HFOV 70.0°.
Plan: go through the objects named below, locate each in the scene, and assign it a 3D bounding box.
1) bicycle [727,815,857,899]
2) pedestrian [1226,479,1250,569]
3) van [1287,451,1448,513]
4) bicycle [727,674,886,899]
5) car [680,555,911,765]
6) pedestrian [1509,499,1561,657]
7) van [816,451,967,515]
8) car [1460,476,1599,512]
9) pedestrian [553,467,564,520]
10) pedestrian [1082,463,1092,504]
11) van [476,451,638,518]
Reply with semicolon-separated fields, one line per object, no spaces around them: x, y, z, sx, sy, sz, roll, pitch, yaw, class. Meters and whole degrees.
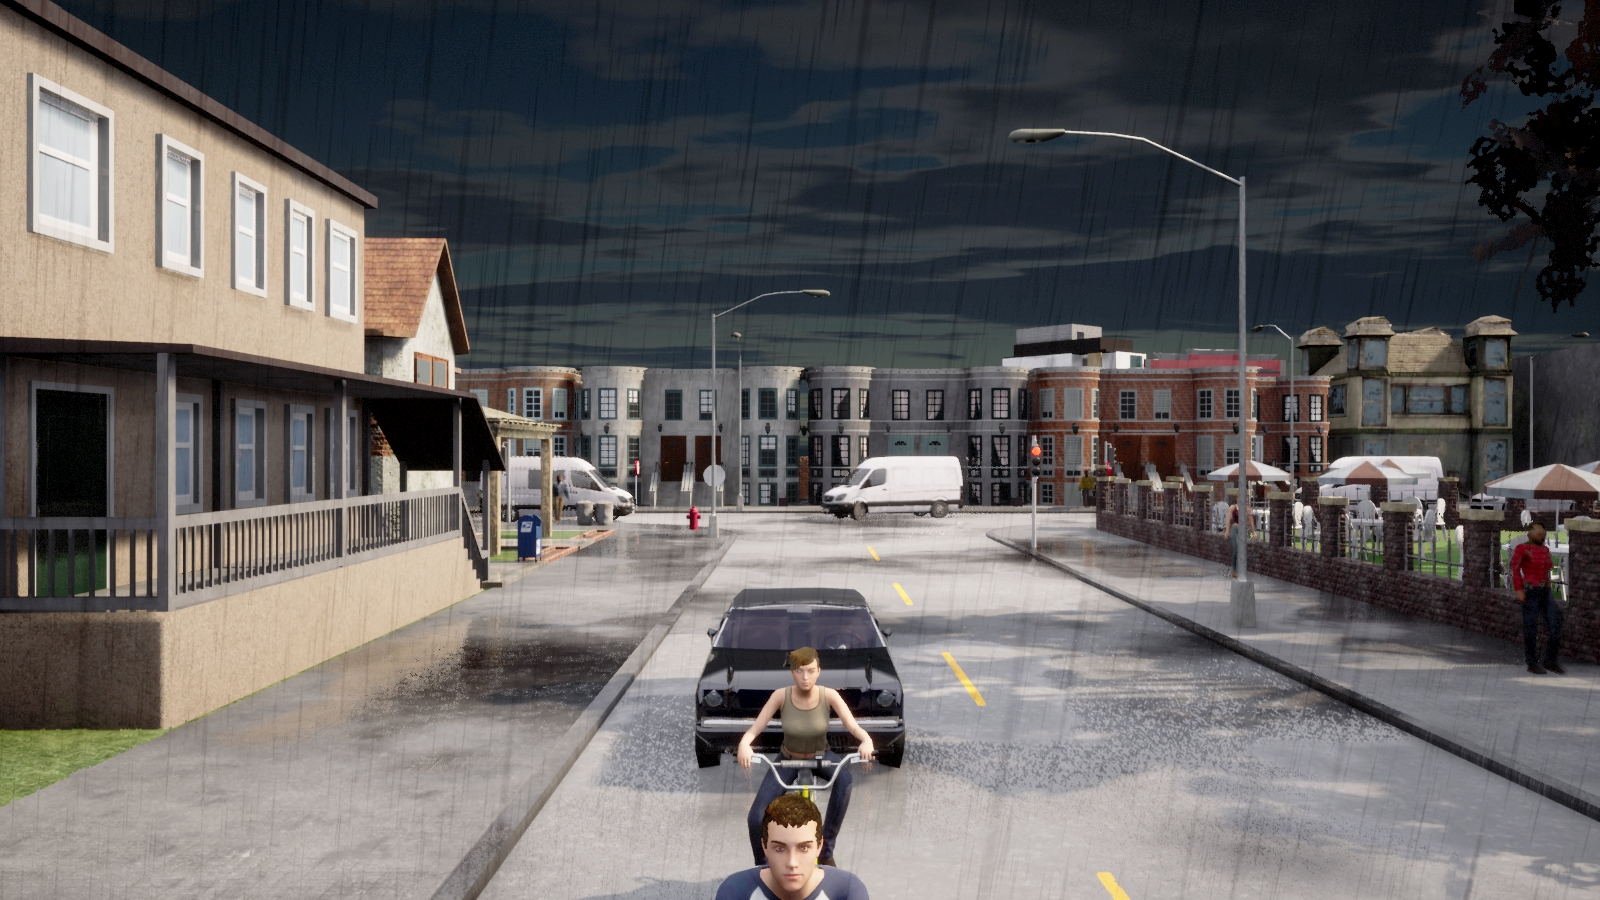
-0.022;1.938;3.212;0.373;1.296;1.643;0;0;0;bicycle
9.120;1.535;23.796;0.375;1.860;0.375;0;0;2;pedestrian
24.218;1.335;48.884;5.915;2.561;1.988;0;0;0;van
0.033;2.040;6.906;0.859;1.080;1.487;0;0;0;bicycle
-0.038;1.941;11.747;1.895;1.301;4.718;0;0;0;car
8.872;1.530;13.797;0.375;1.860;0.375;0;0;-7;pedestrian
3.803;1.334;47.281;5.915;2.561;1.988;0;-1;-22;van
31.329;1.861;48.882;4.892;1.480;2.231;0;0;0;car
-8.637;1.544;40.839;0.375;1.860;0.375;0;0;-17;pedestrian
13.222;1.546;52.592;0.375;1.860;0.375;0;0;25;pedestrian
-9.462;1.332;44.863;5.915;2.561;1.988;0;0;0;van
